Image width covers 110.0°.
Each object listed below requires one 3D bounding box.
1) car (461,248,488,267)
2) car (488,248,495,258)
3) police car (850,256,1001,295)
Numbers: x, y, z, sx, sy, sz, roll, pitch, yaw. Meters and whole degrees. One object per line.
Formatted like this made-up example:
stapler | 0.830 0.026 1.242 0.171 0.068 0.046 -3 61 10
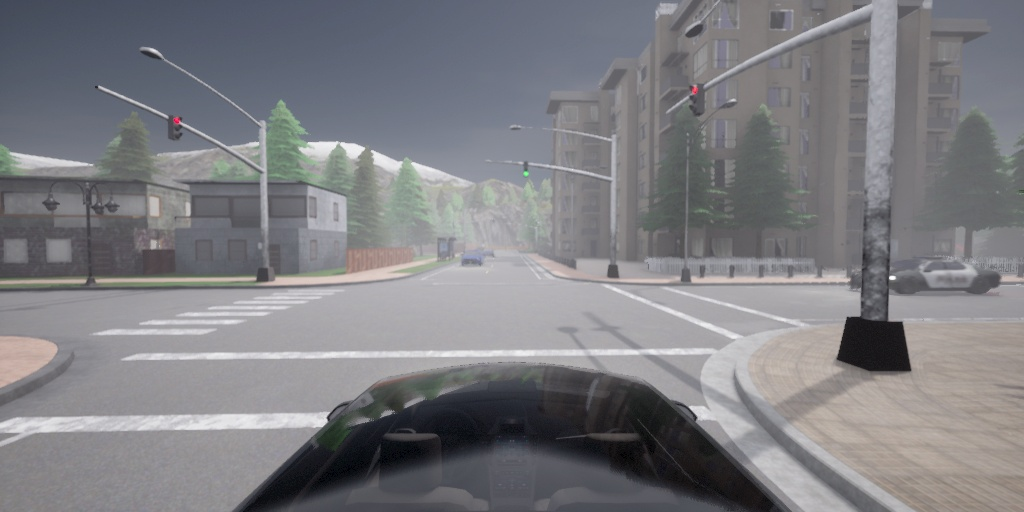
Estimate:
car | -3.710 0.163 34.410 1.882 1.535 5.008 0 2 0
car | -3.721 -0.512 56.567 1.812 1.442 4.674 0 2 0
police car | 17.346 0.822 15.316 4.974 1.542 2.038 0 2 -2
